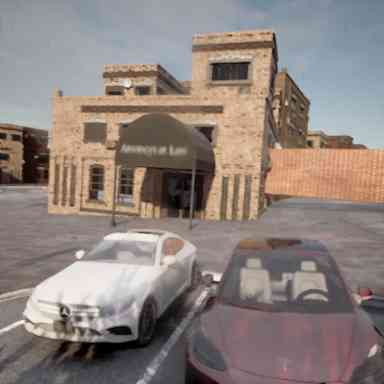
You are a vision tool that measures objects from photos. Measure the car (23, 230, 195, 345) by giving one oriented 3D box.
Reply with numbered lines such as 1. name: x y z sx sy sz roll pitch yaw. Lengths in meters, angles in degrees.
1. car: -1.125 1.527 6.620 2.002 1.452 4.674 0 -1 14

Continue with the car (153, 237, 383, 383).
1. car: 1.315 1.506 4.941 2.163 1.488 4.792 0 -1 14
